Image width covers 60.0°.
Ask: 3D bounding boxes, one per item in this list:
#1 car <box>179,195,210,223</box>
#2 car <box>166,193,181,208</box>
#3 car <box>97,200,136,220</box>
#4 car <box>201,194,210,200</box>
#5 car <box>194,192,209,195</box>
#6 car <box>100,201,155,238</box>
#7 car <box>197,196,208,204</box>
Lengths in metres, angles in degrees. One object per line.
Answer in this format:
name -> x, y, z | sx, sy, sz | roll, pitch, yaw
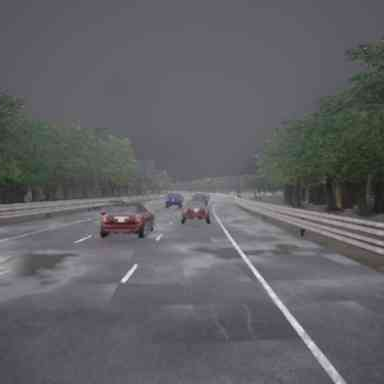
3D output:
car -> 0.331, 1.345, 25.818 | 2.097, 1.767, 4.553 | 0, 0, 1
car -> -2.370, 1.184, 46.718 | 2.150, 2.045, 5.566 | 0, 0, 3
car -> -6.543, 1.519, 29.528 | 2.033, 1.411, 5.357 | 0, 0, 2
car -> 3.523, 1.362, 87.300 | 2.128, 1.511, 4.902 | 0, 0, 4
car -> 1.128, 1.195, 47.652 | 2.150, 2.045, 5.566 | 0, 0, 3
car -> -3.257, 1.341, 17.612 | 2.097, 1.767, 4.553 | 0, 0, 1
car -> 2.065, 1.467, 64.485 | 2.033, 1.411, 5.357 | 0, 0, 4
